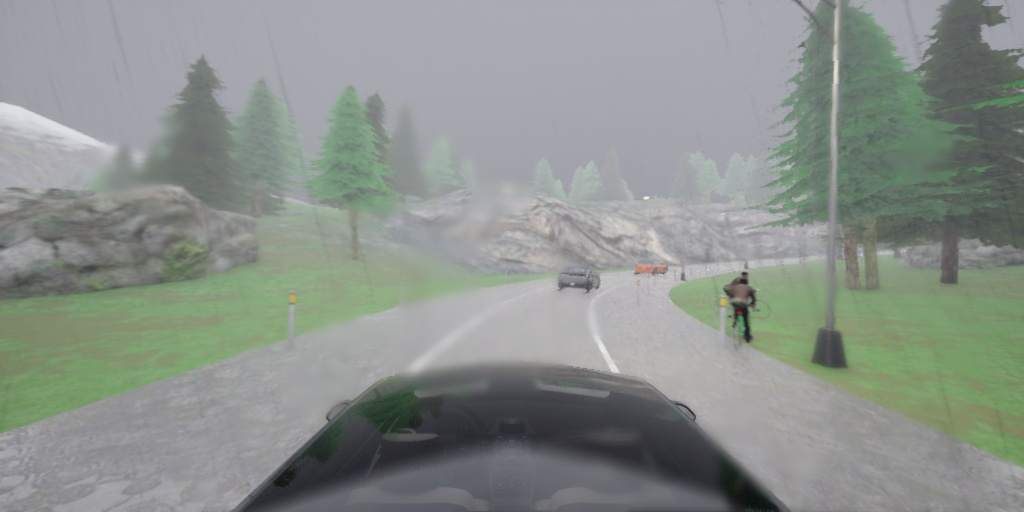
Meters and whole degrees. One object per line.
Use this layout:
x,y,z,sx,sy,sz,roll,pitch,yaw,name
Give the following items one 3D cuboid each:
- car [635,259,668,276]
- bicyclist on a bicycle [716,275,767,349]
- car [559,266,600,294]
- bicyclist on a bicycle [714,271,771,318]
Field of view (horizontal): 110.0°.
15.331,1.160,39.279,2.097,1.767,4.553,1,2,43,car
5.533,1.351,8.609,0.582,1.620,1.656,-1,-1,44,bicyclist on a bicycle
4.208,1.366,21.936,2.128,1.511,4.902,1,0,22,car
7.734,1.338,12.143,1.656,1.620,0.582,-3,-1,43,bicyclist on a bicycle
